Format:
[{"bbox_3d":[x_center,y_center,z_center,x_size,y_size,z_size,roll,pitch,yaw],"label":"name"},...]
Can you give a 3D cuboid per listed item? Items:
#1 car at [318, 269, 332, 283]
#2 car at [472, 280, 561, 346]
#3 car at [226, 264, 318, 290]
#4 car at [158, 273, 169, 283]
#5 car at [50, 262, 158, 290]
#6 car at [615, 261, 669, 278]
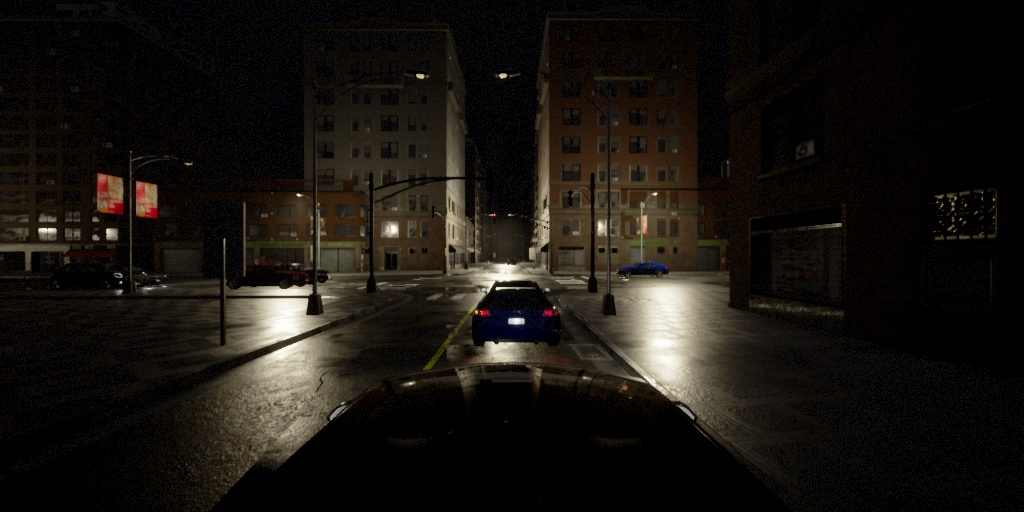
[{"bbox_3d":[-15.633,1.292,25.924,4.902,1.511,2.128,0,0,0],"label":"car"},{"bbox_3d":[0.096,1.313,9.387,1.994,1.385,4.181,0,0,0],"label":"car"},{"bbox_3d":[-15.461,1.278,22.668,5.008,1.535,1.882,0,0,0],"label":"car"},{"bbox_3d":[-28.192,1.394,25.855,5.357,1.411,2.033,0,0,0],"label":"car"},{"bbox_3d":[-25.841,1.193,22.618,4.553,1.767,2.097,0,0,0],"label":"car"},{"bbox_3d":[11.856,1.214,32.753,4.674,1.442,1.812,0,0,0],"label":"car"}]
